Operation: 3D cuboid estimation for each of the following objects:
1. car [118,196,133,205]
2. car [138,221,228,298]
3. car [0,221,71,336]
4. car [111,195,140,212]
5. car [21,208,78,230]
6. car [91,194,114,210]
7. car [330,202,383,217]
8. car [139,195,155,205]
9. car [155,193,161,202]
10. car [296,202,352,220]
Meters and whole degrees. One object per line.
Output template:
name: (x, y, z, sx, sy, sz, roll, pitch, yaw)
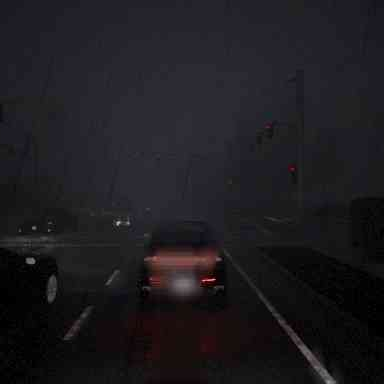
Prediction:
car: (-11.661, 1.505, 58.583, 1.837, 1.490, 4.892, 0, 0, -1)
car: (-0.245, 1.492, 8.539, 2.128, 1.511, 4.902, 0, 0, -2)
car: (-3.612, 1.478, 4.875, 1.882, 1.535, 5.008, 0, 0, -2)
car: (-7.705, 1.491, 38.942, 2.128, 1.511, 4.902, 0, 0, -3)
car: (-7.750, 1.564, 18.226, 1.994, 1.385, 4.181, 0, 0, -1)
car: (-11.433, 1.222, 43.443, 2.150, 2.045, 5.566, 0, 0, -2)
car: (15.468, 1.601, 30.696, 4.718, 1.301, 1.895, 0, 0, 0)
car: (-8.155, 1.601, 58.252, 1.895, 1.301, 4.718, 0, 0, -1)
car: (-8.340, 1.552, 73.443, 1.994, 1.385, 4.181, 0, 0, -1)
car: (11.396, 1.547, 27.232, 5.357, 1.411, 2.033, 0, 0, 0)
